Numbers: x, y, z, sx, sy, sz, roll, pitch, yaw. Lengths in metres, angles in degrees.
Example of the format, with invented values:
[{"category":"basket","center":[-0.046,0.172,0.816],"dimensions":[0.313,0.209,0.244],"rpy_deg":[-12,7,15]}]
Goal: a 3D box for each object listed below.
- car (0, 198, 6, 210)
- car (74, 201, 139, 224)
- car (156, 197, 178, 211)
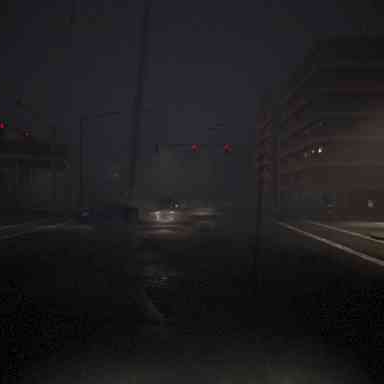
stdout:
[{"category":"car","center":[-24.023,1.456,38.959],"dimensions":[3.806,1.475,1.970],"rpy_deg":[0,0,1]},{"category":"car","center":[-6.330,1.478,25.057],"dimensions":[5.008,1.535,1.882],"rpy_deg":[0,1,-44]},{"category":"car","center":[-3.181,1.355,40.327],"dimensions":[2.097,1.767,4.553],"rpy_deg":[0,0,0]}]
